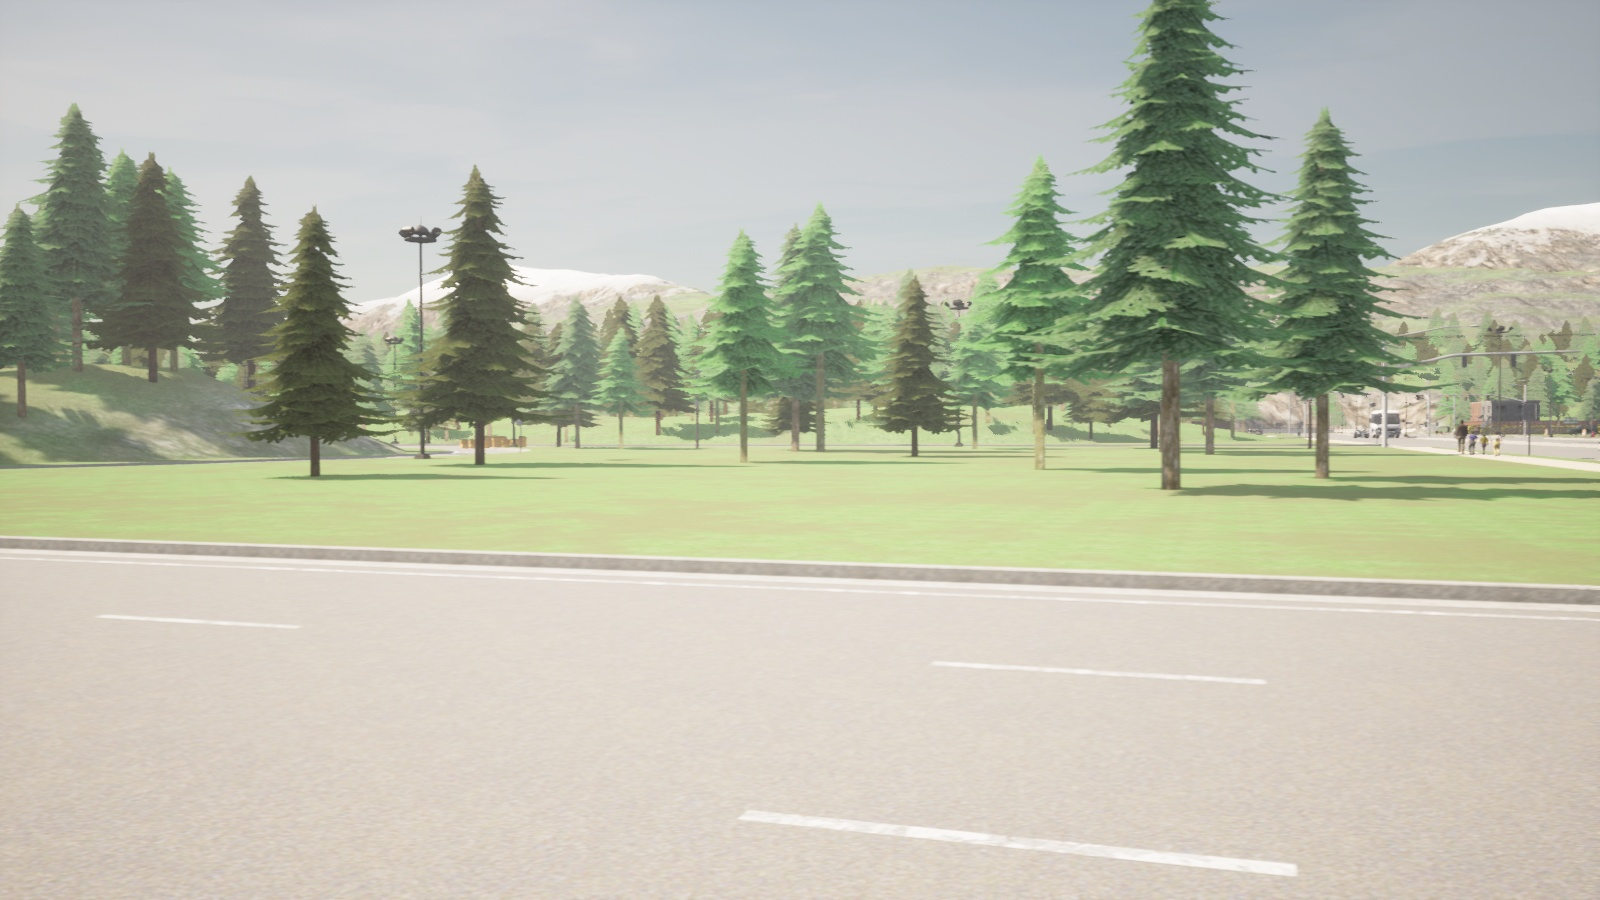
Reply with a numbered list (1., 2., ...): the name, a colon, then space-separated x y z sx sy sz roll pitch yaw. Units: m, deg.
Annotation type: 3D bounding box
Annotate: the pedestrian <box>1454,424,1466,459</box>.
1. pedestrian: 34.762 -0.463 66.131 0.431 1.840 0.703 1 1 19
